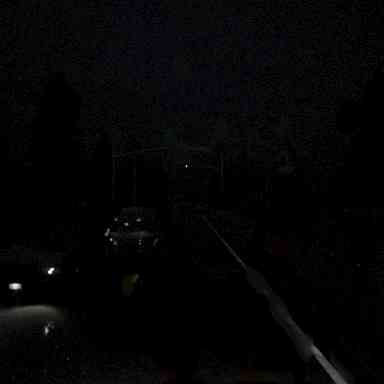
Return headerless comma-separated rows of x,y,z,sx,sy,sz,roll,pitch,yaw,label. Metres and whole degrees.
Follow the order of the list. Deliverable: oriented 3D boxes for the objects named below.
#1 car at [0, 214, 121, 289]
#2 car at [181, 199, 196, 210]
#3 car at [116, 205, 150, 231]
-3.702,1.582,9.574,2.033,1.411,5.357,0,0,-1,car
-0.451,1.702,45.149,2.033,1.411,5.357,0,0,-1,car
-3.791,1.602,21.532,1.812,1.442,4.674,0,0,0,car
